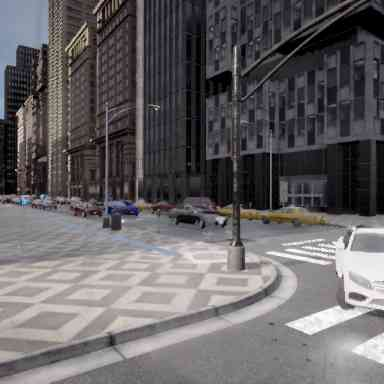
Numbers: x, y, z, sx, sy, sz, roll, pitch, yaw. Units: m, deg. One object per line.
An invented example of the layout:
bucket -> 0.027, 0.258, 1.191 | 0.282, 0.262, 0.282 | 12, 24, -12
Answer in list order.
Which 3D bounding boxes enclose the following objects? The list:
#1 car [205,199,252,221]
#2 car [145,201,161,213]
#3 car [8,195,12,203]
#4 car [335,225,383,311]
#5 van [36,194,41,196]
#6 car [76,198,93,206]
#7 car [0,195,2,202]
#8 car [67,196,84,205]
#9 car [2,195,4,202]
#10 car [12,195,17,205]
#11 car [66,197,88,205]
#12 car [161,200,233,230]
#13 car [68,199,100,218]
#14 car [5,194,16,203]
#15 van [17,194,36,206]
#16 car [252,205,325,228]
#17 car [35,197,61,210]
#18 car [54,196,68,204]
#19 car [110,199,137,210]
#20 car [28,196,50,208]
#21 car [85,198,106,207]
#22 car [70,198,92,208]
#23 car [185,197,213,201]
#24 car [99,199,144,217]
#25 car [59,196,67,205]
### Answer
car -> 3.410, 1.593, 27.386 | 1.752, 1.417, 4.829 | 0, 0, -35
car -> -2.965, 1.643, 36.391 | 1.887, 1.381, 4.507 | 0, 0, -35
car -> -35.808, 1.779, 68.029 | 1.802, 1.307, 4.206 | 0, 0, -35
car -> 4.310, 1.525, 7.538 | 1.812, 1.442, 4.674 | 1, 0, 21
van -> -38.570, 1.622, 86.684 | 1.690, 1.788, 3.998 | 0, 0, -35
car -> -19.149, 1.759, 59.251 | 1.802, 1.307, 4.206 | 0, 0, -35
car -> -45.519, 1.690, 81.746 | 1.967, 1.590, 4.097 | 0, 0, -35
car -> -22.385, 1.634, 63.823 | 1.967, 1.590, 4.097 | 0, 0, -35
car -> -42.282, 1.814, 77.174 | 1.802, 1.307, 4.206 | 0, 0, -35
car -> -32.473, 1.705, 63.318 | 1.752, 1.417, 4.829 | 0, 0, -35
car -> -13.759, 1.670, 41.560 | 1.994, 1.385, 4.181 | 0, 0, -36
car -> 0.299, 1.532, 21.637 | 2.128, 1.511, 4.902 | 0, 0, -35
car -> -9.913, 1.612, 31.451 | 1.887, 1.381, 4.507 | 0, 0, -35
car -> -39.046, 1.530, 72.602 | 2.192, 1.841, 5.009 | 0, 0, -35
van -> -29.335, 1.505, 58.885 | 1.690, 1.788, 3.998 | 0, 0, -35
car -> 6.647, 1.578, 22.814 | 1.752, 1.417, 4.829 | 0, 0, -35
car -> -19.624, 1.696, 45.168 | 1.802, 1.307, 4.206 | 0, 0, -35
car -> -28.859, 1.668, 72.967 | 1.967, 1.590, 4.097 | 0, 0, -35
car -> -9.439, 1.680, 45.535 | 2.008, 1.369, 4.403 | 0, 0, -35
car -> -22.860, 1.712, 49.740 | 1.802, 1.307, 4.206 | 0, 0, -35
car -> -15.912, 1.727, 54.679 | 1.947, 1.339, 4.313 | 0, 0, -35
car -> -17.517, 1.654, 52.343 | 1.837, 1.490, 4.892 | 0, 0, -35
car -> 0.271, 1.398, 31.819 | 2.192, 1.841, 5.009 | 0, 0, -35
car -> -6.780, 1.550, 31.645 | 1.882, 1.535, 5.008 | 0, 0, -35
car -> -23.536, 1.780, 60.842 | 1.895, 1.301, 4.718 | 0, 0, -36
